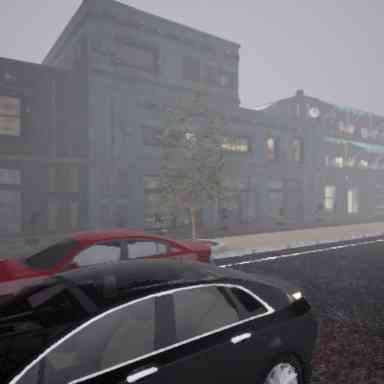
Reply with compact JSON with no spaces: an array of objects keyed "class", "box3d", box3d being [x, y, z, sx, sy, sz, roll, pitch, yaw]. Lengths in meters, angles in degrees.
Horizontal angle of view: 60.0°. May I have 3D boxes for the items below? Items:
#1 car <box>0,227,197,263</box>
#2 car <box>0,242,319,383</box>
[{"class":"car","box3d":[-1.859,1.488,6.351,5.008,1.535,1.882,0,0,-36]},{"class":"car","box3d":[-0.814,1.510,3.104,4.892,1.490,1.837,0,0,-35]}]
